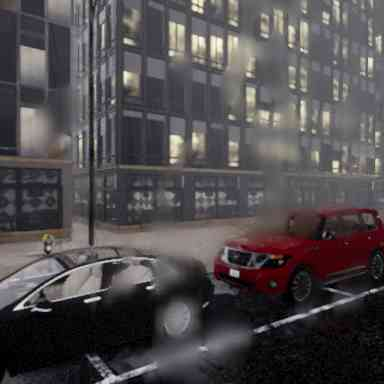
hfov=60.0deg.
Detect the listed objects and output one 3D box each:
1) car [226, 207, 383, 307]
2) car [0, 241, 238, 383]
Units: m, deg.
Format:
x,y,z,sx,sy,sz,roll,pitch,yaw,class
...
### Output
x,y,z,sx,sy,sz,roll,pitch,yaw,class
2.911,1.317,8.155,5.009,1.841,2.192,0,0,-35,car
-1.682,1.551,4.899,4.403,1.369,2.008,0,0,-35,car
